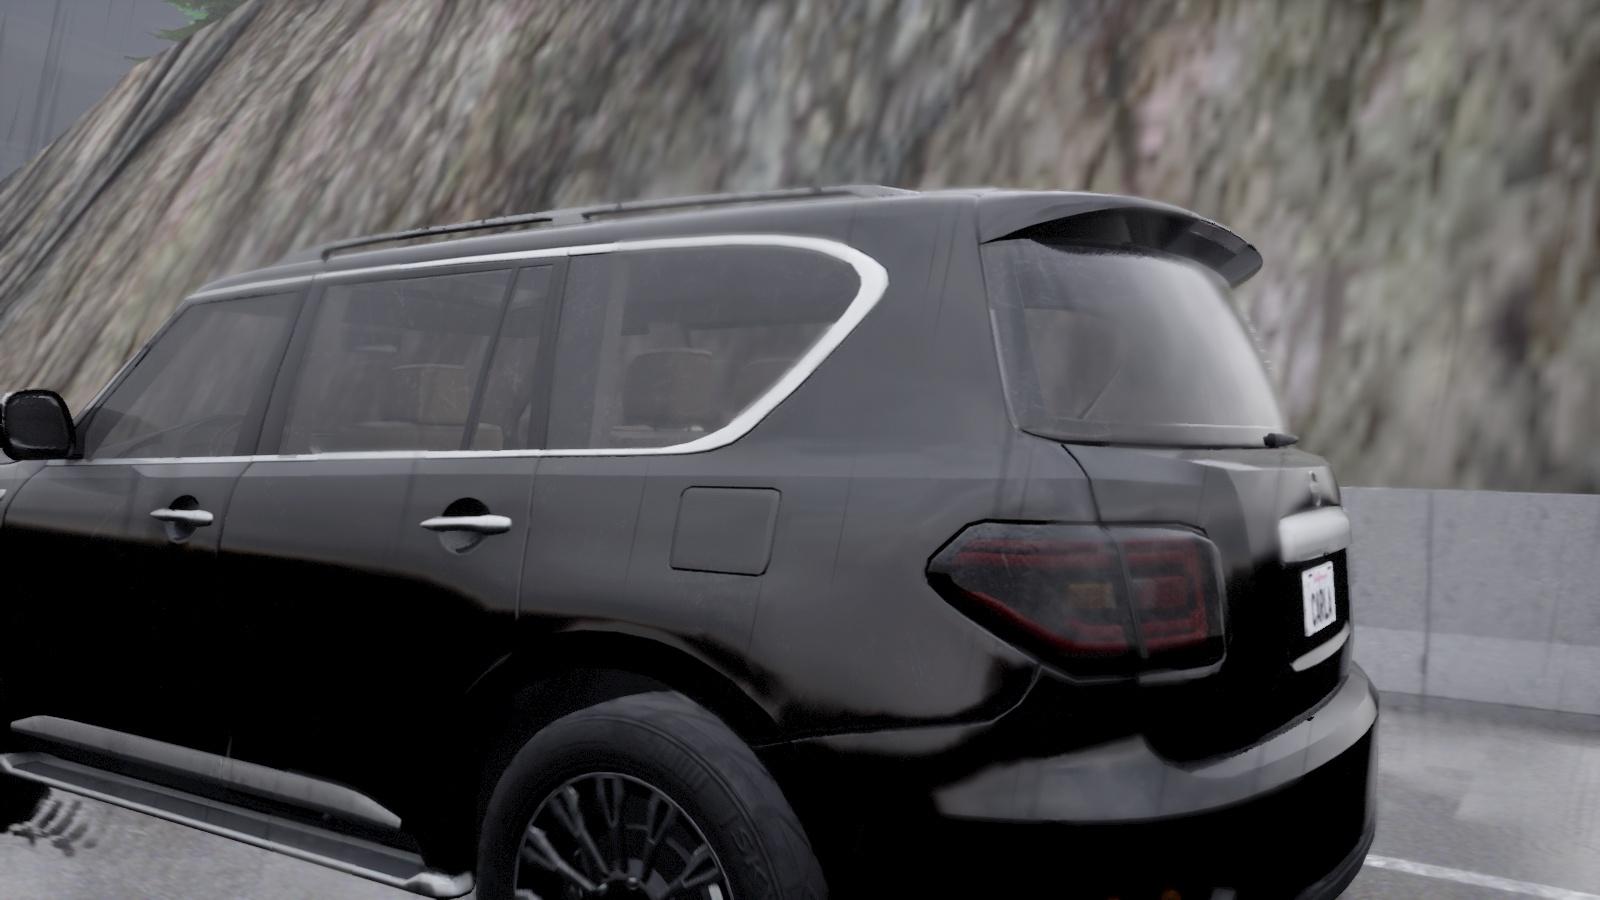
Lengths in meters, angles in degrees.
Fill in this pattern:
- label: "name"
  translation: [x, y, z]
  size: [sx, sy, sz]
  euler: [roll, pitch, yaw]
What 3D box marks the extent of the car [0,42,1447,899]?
- label: "car"
  translation: [-1.029, 0.401, 4.301]
  size: [5.566, 2.045, 2.150]
  euler: [0, 1, 34]
